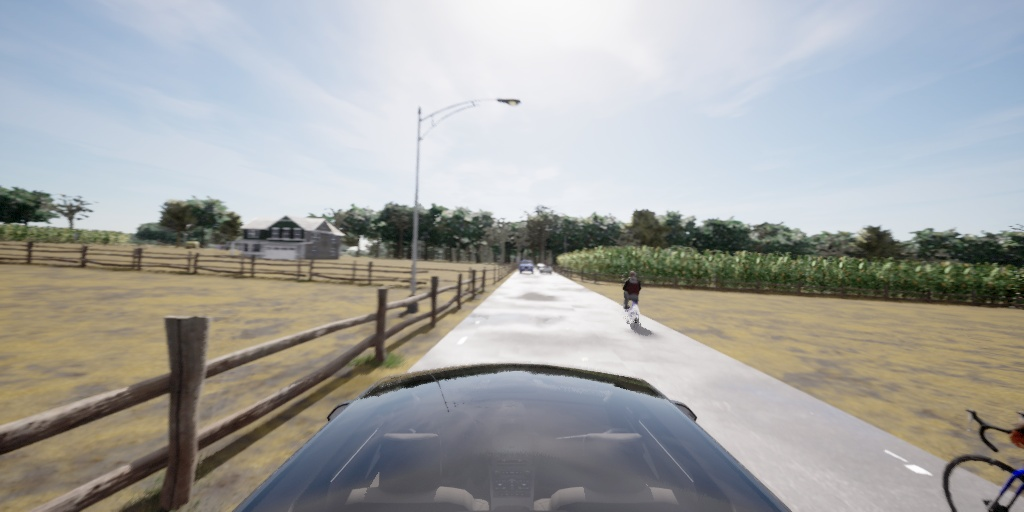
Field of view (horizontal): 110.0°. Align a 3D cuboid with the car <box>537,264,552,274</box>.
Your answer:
[{"bbox_3d":[5.194,2.138,55.817,1.895,1.301,4.718,2,-1,3],"label":"car"}]

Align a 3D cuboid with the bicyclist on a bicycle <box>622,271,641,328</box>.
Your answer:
[{"bbox_3d":[3.843,1.362,11.662,0.659,1.776,1.843,2,0,3],"label":"bicyclist on a bicycle"}]

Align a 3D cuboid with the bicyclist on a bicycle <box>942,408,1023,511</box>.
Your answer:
[{"bbox_3d":[3.401,1.310,2.042,0.582,1.620,1.656,2,-1,3],"label":"bicyclist on a bicycle"}]

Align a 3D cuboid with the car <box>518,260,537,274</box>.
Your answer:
[{"bbox_3d":[2.193,1.646,53.925,2.150,2.045,5.566,2,-1,3],"label":"car"}]
